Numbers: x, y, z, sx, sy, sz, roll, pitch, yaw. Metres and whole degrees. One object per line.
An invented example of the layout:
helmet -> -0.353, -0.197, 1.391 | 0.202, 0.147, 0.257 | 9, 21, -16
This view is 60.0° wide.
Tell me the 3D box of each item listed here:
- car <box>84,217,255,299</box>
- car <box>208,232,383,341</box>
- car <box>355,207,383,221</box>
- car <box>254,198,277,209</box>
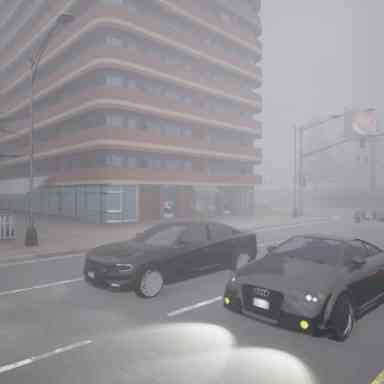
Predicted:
car -> -0.296, 1.470, 8.713 | 5.008, 1.535, 1.882 | 0, 0, -43
car -> 2.532, 1.555, 6.567 | 4.181, 1.385, 1.994 | 0, 0, -43
car -> 10.907, 1.133, 19.120 | 4.181, 1.385, 1.994 | 0, 0, -43
car -> 8.901, 1.466, 43.786 | 1.812, 1.442, 4.674 | 0, 0, -44
